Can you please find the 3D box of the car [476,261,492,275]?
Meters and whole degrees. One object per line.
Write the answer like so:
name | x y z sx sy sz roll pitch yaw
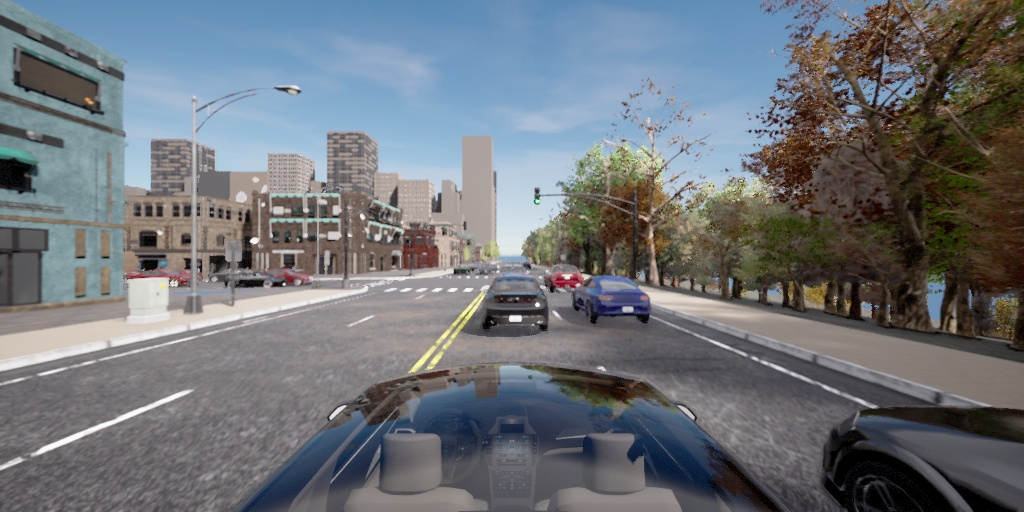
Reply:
car | -3.440 1.769 48.797 1.837 1.490 4.892 0 -1 -2

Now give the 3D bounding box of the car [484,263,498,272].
car | -3.414 1.935 58.752 1.994 1.385 4.181 0 -1 0

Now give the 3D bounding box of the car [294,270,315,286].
car | -19.448 1.812 30.767 4.674 1.442 1.812 -1 0 -1

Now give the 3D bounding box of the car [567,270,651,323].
car | 3.331 1.396 12.617 1.812 1.442 4.674 0 -1 0

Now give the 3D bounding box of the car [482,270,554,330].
car | 0.086 1.363 11.496 1.837 1.490 4.892 0 -1 0

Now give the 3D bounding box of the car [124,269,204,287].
car | -29.678 1.881 30.758 5.008 1.535 1.882 -1 0 0

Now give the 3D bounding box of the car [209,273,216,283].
car | -28.333 1.945 36.545 4.403 1.370 2.007 0 0 0

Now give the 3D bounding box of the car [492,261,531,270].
car | 0.069 1.334 22.817 2.097 1.767 4.553 0 -1 0

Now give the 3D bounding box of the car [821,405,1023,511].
car | 3.354 1.307 0.983 1.994 1.385 4.181 0 -1 0

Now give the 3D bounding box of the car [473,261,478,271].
car | -6.665 1.959 57.565 1.895 1.301 4.718 0 -1 0

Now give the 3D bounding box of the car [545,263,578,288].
car | 3.317 1.343 23.676 2.097 1.767 4.553 0 -1 0

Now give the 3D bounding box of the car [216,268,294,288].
car | -19.987 1.856 28.047 4.313 1.339 1.948 0 0 0

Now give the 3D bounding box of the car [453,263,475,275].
car | -6.663 1.860 48.392 1.895 1.301 4.718 0 -1 2
